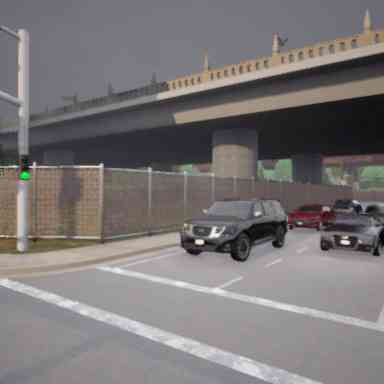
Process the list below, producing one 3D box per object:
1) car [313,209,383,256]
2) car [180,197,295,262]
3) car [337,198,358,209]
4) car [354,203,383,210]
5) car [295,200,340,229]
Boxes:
[{"bbox_3d":[6.564,1.595,13.394,1.994,1.385,4.181,0,0,35],"label":"car"},{"bbox_3d":[1.846,1.234,12.803,2.150,2.045,5.566,0,0,36],"label":"car"},{"bbox_3d":[13.324,1.379,28.948,2.097,1.767,4.553,0,0,35],"label":"car"},{"bbox_3d":[11.572,1.542,20.446,1.837,1.490,4.892,0,0,35],"label":"car"},{"bbox_3d":[7.529,1.497,20.799,1.882,1.535,5.008,0,0,35],"label":"car"}]
